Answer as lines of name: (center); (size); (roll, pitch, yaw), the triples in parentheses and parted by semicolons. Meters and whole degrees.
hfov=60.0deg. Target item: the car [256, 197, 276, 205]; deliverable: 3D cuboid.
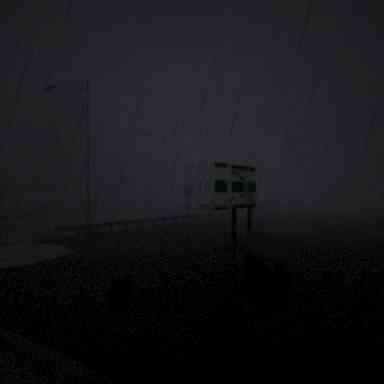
car: (13.978, 1.650, 62.887); (1.882, 1.535, 5.008); (0, 0, 35)

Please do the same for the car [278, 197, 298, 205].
car: (18.177, 1.639, 62.787); (2.128, 1.511, 4.902); (0, 0, 35)

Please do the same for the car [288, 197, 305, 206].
car: (17.300, 1.724, 55.591); (1.895, 1.301, 4.718); (0, 0, 35)

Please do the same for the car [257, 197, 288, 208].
car: (11.335, 1.601, 46.973); (1.882, 1.535, 5.008); (0, 0, 35)

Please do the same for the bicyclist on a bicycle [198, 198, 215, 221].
bicyclist on a bicycle: (1.276, 1.250, 25.085); (1.656, 1.620, 0.582); (33, 16, 27)

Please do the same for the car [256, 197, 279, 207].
car: (12.398, 1.625, 54.509); (1.882, 1.535, 5.008); (0, 0, 35)

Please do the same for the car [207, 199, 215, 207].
car: (4.207, 1.761, 55.005); (1.994, 1.385, 4.181); (0, 0, 35)
